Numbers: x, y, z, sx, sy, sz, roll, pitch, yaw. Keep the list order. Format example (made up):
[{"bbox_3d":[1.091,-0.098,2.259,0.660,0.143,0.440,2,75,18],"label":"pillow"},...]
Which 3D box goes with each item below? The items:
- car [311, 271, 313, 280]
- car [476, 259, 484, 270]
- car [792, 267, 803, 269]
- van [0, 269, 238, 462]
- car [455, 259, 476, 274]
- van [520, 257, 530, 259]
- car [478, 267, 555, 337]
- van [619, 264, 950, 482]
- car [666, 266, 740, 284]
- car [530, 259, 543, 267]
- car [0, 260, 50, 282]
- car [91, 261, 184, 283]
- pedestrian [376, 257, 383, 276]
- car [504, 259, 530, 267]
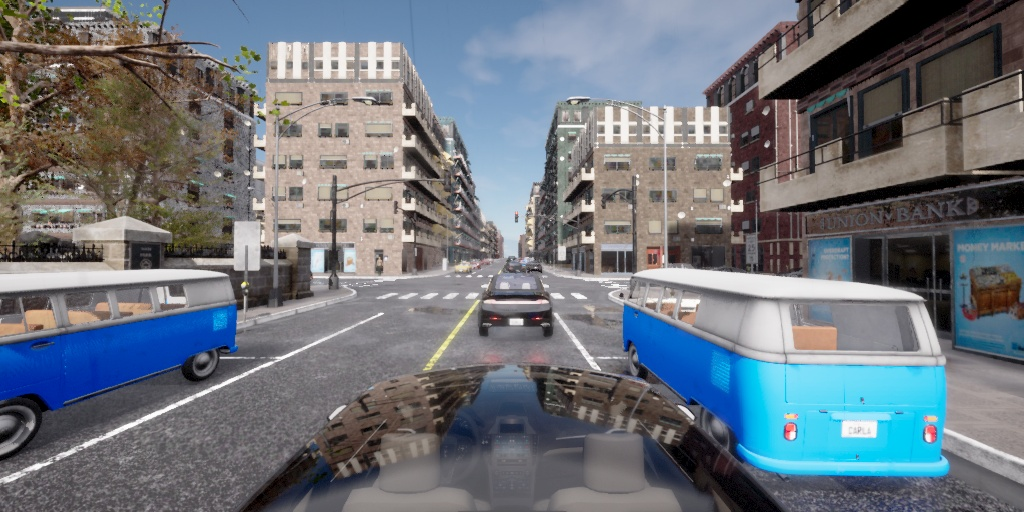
[{"bbox_3d":[-16.592,1.000,25.296,4.553,1.767,2.097,0,-1,1],"label":"car"},{"bbox_3d":[-5.701,1.210,53.833,1.967,1.591,4.097,0,0,0],"label":"car"},{"bbox_3d":[24.906,1.548,30.588,4.313,1.339,1.948,0,0,1],"label":"car"},{"bbox_3d":[-5.657,1.092,4.603,1.690,1.789,3.998,0,0,0],"label":"van"},{"bbox_3d":[-5.698,1.291,42.378,1.751,1.417,4.829,0,0,0],"label":"car"},{"bbox_3d":[2.679,1.114,59.477,1.690,1.789,3.998,0,0,0],"label":"van"},{"bbox_3d":[0.098,1.244,10.332,2.128,1.511,4.902,0,0,0],"label":"car"},{"bbox_3d":[2.658,1.092,4.603,1.690,1.789,3.998,0,0,0],"label":"van"},{"bbox_3d":[14.885,1.480,28.128,4.718,1.301,1.895,0,-1,1],"label":"car"},{"bbox_3d":[2.683,1.331,42.550,1.948,1.339,4.313,0,0,0],"label":"car"},{"bbox_3d":[-36.517,1.045,25.534,4.892,1.490,1.837,0,-1,1],"label":"car"},{"bbox_3d":[-26.418,1.120,25.409,4.674,1.442,1.812,0,-1,1],"label":"car"},{"bbox_3d":[-12.546,0.969,33.989,0.375,1.860,0.375,0,-1,1],"label":"pedestrian"},{"bbox_3d":[0.202,1.289,36.659,1.812,1.442,4.674,-1,0,-8],"label":"car"}]
